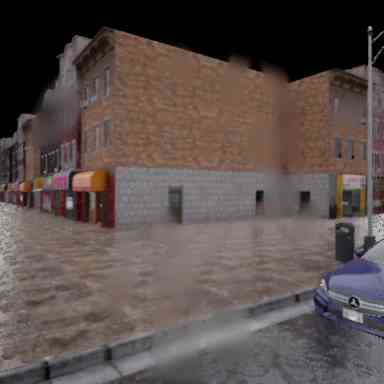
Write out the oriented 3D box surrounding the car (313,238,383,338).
[{"bbox_3d":[4.233,1.504,6.080,4.674,1.442,1.812,0,0,-34],"label":"car"}]
